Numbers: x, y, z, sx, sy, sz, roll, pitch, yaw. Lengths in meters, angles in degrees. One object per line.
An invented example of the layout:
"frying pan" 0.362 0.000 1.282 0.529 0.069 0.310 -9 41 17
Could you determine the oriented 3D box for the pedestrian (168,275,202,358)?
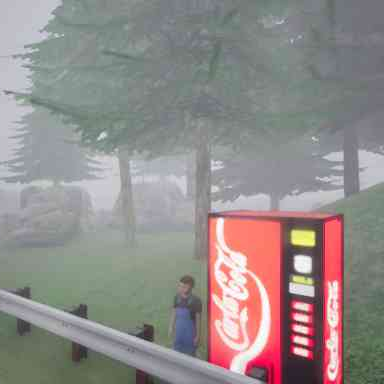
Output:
"pedestrian" -0.065 1.494 3.646 0.375 1.300 0.375 0 0 35
